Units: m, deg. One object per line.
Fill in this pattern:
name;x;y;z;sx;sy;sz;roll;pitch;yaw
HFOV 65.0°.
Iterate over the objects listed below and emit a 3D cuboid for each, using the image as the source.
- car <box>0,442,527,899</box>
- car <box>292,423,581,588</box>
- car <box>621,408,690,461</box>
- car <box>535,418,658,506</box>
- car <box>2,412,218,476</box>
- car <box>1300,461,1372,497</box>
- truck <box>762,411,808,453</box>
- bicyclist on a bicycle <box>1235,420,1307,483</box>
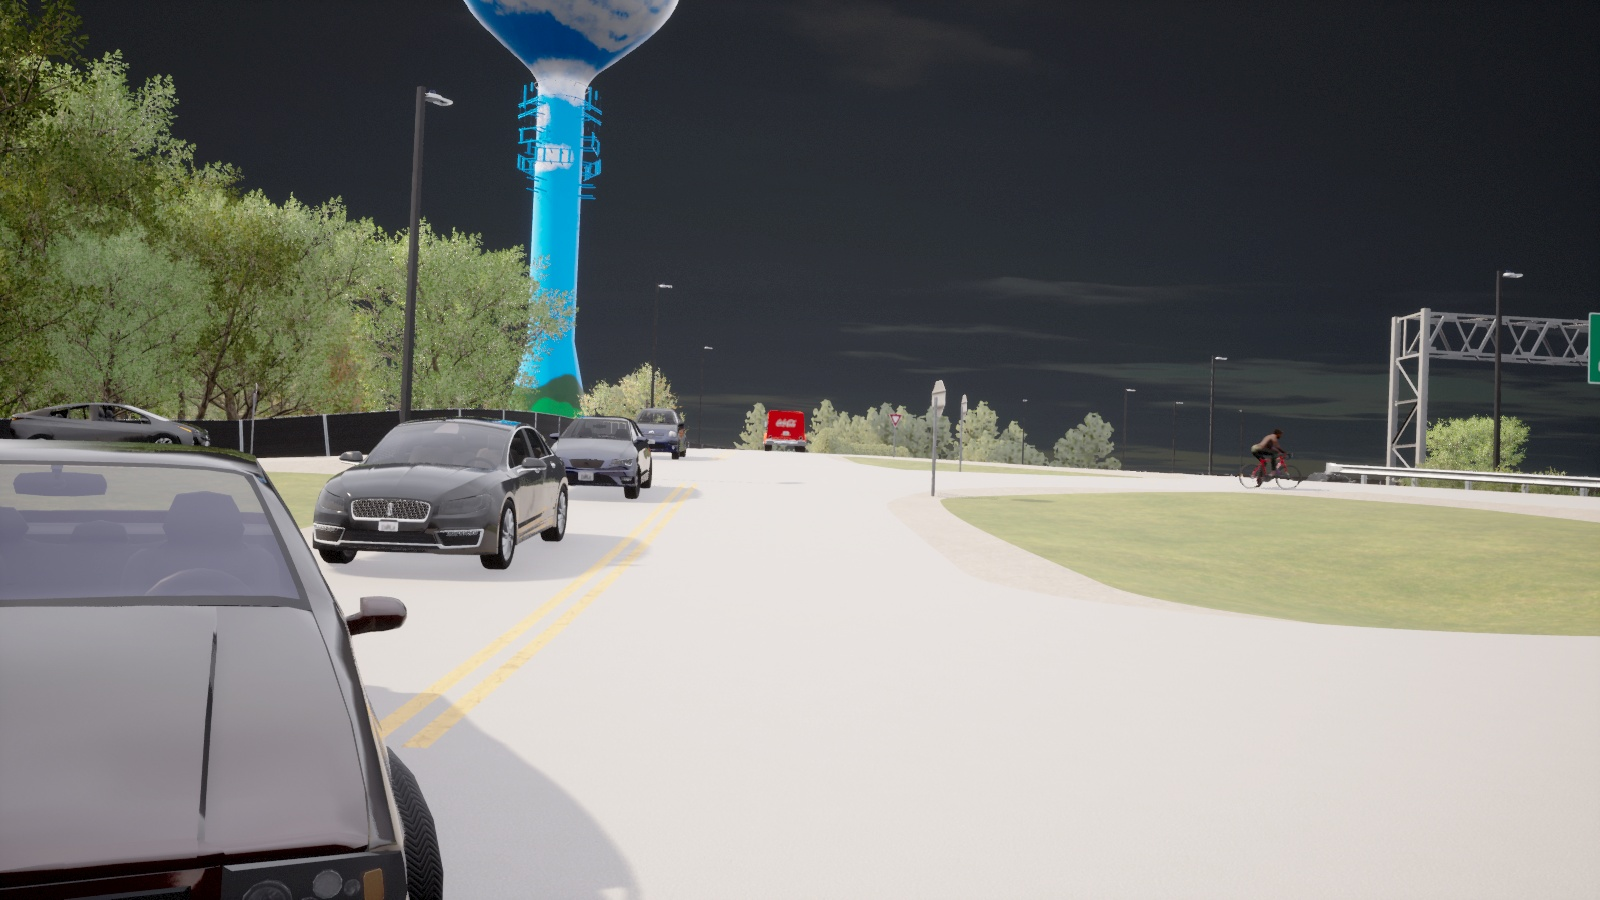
car;-2.553;0.719;4.461;2.033;1.411;5.357;1;1;-24
car;-3.829;0.468;14.198;1.837;1.490;4.892;1;2;0
car;-4.681;-0.516;41.172;1.851;1.617;3.988;1;1;-1
car;-3.839;0.155;24.277;1.816;1.474;4.193;1;2;-2
car;-17.755;-0.172;32.539;4.514;1.525;2.007;-1;0;-14
car;28.998;1.568;68.130;1.932;1.855;4.605;1;-1;0
truck;-0.984;-1.102;77.386;2.627;2.467;5.204;1;0;-3
bicyclist on a bicycle;12.481;0.030;33.271;1.656;1.620;0.582;1;1;0
